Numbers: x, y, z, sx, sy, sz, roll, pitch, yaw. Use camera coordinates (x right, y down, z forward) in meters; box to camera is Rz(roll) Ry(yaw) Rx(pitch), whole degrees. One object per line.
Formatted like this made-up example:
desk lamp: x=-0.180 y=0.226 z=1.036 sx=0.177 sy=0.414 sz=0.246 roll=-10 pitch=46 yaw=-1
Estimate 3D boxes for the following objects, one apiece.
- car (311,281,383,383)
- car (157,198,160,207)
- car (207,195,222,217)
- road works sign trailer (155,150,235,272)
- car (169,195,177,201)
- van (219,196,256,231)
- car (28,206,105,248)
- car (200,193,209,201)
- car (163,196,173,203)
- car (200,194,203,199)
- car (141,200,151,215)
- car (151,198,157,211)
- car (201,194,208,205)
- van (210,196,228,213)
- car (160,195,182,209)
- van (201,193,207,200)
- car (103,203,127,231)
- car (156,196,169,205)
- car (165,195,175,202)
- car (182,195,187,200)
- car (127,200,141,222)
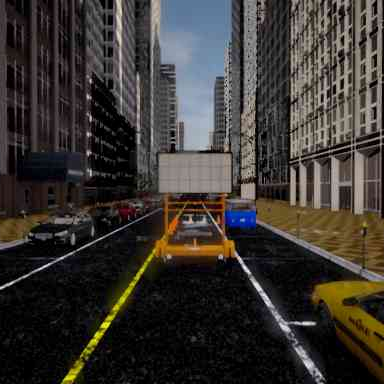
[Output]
car: x=2.708 y=1.524 z=3.464 sx=1.752 sy=1.417 sz=4.829 roll=-1 pitch=0 yaw=0
car: x=-5.337 y=1.539 z=48.824 sx=2.008 sy=1.369 sz=4.403 roll=-1 pitch=0 yaw=0
car: x=2.915 y=1.307 z=31.711 sx=2.192 sy=1.841 sz=5.009 roll=-1 pitch=0 yaw=0
road works sign trailer: x=0.097 y=0.462 z=10.744 sx=2.380 sy=3.560 sz=2.880 roll=0 pitch=0 yaw=1
car: x=-5.044 y=1.501 z=88.438 sx=1.752 sy=1.417 sz=4.829 roll=-1 pitch=0 yaw=0
van: x=2.831 y=1.336 z=20.344 sx=1.690 sy=1.788 sz=3.998 roll=-1 pitch=0 yaw=0
car: x=-5.589 y=1.547 z=14.723 sx=2.008 sy=1.369 sz=4.403 roll=-1 pitch=0 yaw=0
car: x=3.335 y=1.290 z=88.547 sx=2.192 sy=1.841 sz=5.009 roll=-1 pitch=0 yaw=0
car: x=-5.169 y=1.563 z=71.557 sx=1.802 sy=1.307 sz=4.206 roll=-1 pitch=0 yaw=0
car: x=3.293 y=1.292 z=82.863 sx=2.192 sy=1.841 sz=5.009 roll=-1 pitch=0 yaw=0
car: x=-5.464 y=1.543 z=31.773 sx=2.008 sy=1.369 sz=4.403 roll=-1 pitch=0 yaw=0
car: x=-5.421 y=1.573 z=37.457 sx=1.802 sy=1.307 sz=4.206 roll=-1 pitch=0 yaw=0
car: x=3.127 y=1.535 z=60.128 sx=2.008 sy=1.369 sz=4.403 roll=-1 pitch=0 yaw=0
van: x=2.957 y=1.332 z=37.395 sx=1.690 sy=1.788 sz=3.998 roll=-1 pitch=0 yaw=0
car: x=-2.757 y=1.466 z=44.891 sx=1.882 sy=1.535 sz=5.008 roll=0 pitch=0 yaw=1
van: x=3.378 y=1.314 z=94.230 sx=1.690 sy=1.788 sz=3.998 roll=-1 pitch=0 yaw=0
car: x=-5.547 y=1.561 z=20.406 sx=1.947 sy=1.339 sz=4.313 roll=-1 pitch=0 yaw=0
car: x=-5.253 y=1.535 z=60.190 sx=2.008 sy=1.369 sz=4.403 roll=-1 pitch=0 yaw=0
car: x=-5.128 y=1.419 z=77.241 sx=1.967 sy=1.590 sz=4.097 roll=-1 pitch=0 yaw=0
car: x=-2.330 y=1.460 z=90.733 sx=1.882 sy=1.535 sz=5.008 roll=0 pitch=0 yaw=0
car: x=-5.505 y=1.538 z=26.090 sx=1.887 sy=1.381 sz=4.507 roll=-1 pitch=0 yaw=0
